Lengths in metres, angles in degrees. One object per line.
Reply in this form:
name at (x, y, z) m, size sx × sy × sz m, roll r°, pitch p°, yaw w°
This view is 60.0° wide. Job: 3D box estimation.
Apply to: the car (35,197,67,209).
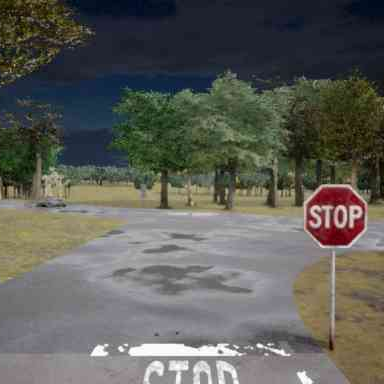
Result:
car at (-17.306, 1.360, 40.805) m, size 4.181 × 1.385 × 1.994 m, roll 1°, pitch 2°, yaw 35°
